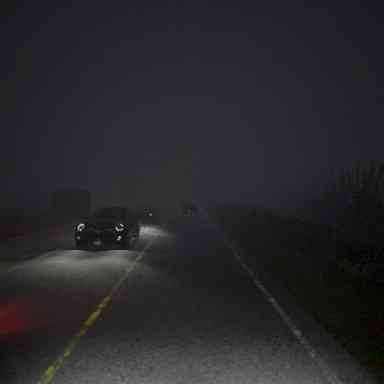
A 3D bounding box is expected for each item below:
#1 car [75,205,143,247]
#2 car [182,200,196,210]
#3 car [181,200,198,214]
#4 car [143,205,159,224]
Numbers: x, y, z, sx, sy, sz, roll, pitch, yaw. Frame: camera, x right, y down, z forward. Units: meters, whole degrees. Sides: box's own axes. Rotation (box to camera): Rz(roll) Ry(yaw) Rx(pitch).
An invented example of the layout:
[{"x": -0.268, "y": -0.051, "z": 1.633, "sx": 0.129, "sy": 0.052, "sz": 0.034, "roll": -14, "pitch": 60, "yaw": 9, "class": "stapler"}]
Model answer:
[{"x": -3.747, "y": 1.445, "z": 15.400, "sx": 2.097, "sy": 1.767, "sz": 4.553, "roll": 0, "pitch": 0, "yaw": -1, "class": "car"}, {"x": -0.452, "y": 1.856, "z": 49.155, "sx": 1.994, "sy": 1.385, "sz": 4.181, "roll": 0, "pitch": 0, "yaw": 0, "class": "car"}, {"x": -0.322, "y": 1.834, "z": 39.138, "sx": 1.895, "sy": 1.301, "sz": 4.718, "roll": 0, "pitch": 0, "yaw": 0, "class": "car"}, {"x": -3.768, "y": 1.759, "z": 26.561, "sx": 1.895, "sy": 1.301, "sz": 4.718, "roll": 0, "pitch": 0, "yaw": -1, "class": "car"}]
